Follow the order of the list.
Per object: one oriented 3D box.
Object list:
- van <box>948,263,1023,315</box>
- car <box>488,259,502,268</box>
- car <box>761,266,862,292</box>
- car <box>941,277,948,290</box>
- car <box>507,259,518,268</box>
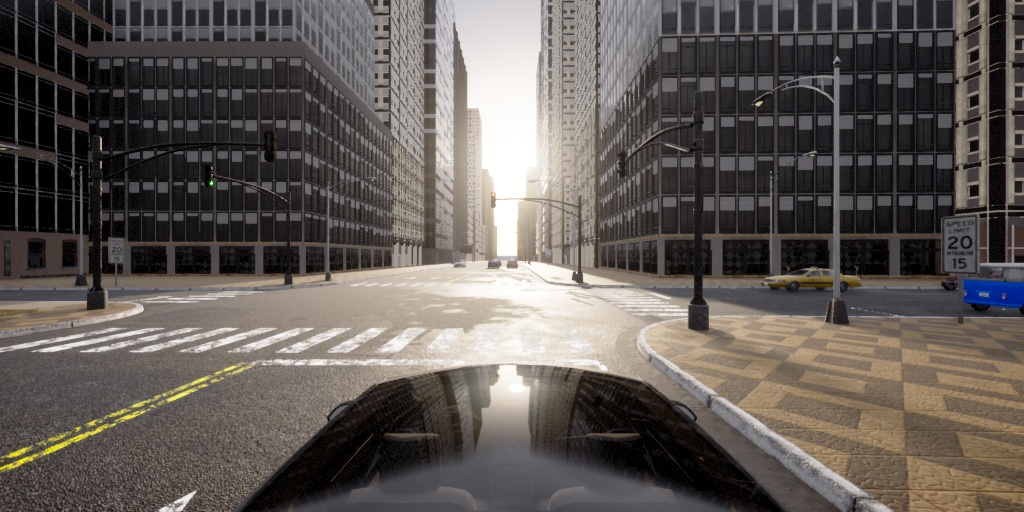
[{"bbox_3d":[18.367,1.119,12.479,3.998,1.789,1.690,0,0,2],"label":"van"},{"bbox_3d":[-3.201,1.336,62.836,1.882,1.535,5.008,0,0,0],"label":"car"},{"bbox_3d":[17.103,1.293,20.652,4.829,1.417,1.751,0,0,2],"label":"car"},{"bbox_3d":[26.937,1.356,20.160,4.207,1.307,1.802,0,0,2],"label":"car"},{"bbox_3d":[0.050,1.425,63.666,1.994,1.385,4.181,0,0,0],"label":"car"}]
